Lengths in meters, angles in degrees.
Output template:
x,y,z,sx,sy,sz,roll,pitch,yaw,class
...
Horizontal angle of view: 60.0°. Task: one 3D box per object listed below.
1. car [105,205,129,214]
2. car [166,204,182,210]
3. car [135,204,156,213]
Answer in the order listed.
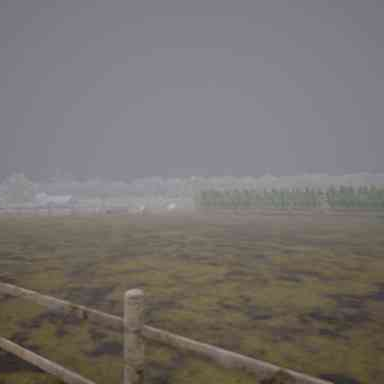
x,y,z,sx,sy,sz,roll,pitch,yaw,class
-12.792,2.993,57.106,1.994,1.385,4.181,-3,-4,36,car
-3.695,3.280,69.728,1.812,1.442,4.674,-3,-4,36,car
-9.319,3.278,66.626,2.097,1.767,4.553,-3,-4,36,car
